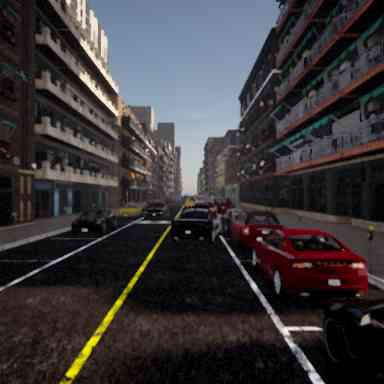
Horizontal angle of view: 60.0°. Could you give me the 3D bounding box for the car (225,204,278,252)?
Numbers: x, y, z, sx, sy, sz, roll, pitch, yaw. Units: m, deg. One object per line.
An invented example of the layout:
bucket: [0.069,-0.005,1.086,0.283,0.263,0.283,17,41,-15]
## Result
car: [2.696,1.504,14.165,1.967,1.590,4.097,0,0,0]

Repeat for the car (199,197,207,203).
car: [2.717,1.867,81.970,1.752,1.417,4.829,0,0,0]

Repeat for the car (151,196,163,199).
car: [-5.674,1.646,47.989,1.967,1.590,4.097,0,0,0]

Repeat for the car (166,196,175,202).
car: [-5.662,1.803,87.443,1.967,1.590,4.097,0,0,0]

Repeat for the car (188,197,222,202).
car: [0.907,1.467,26.269,2.097,1.767,4.553,0,0,0]

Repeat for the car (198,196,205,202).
car: [2.721,1.930,93.073,1.887,1.381,4.507,0,0,0]

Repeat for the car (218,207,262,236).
car: [2.698,1.639,19.800,2.008,1.369,4.403,0,0,0]

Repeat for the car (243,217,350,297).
car: [2.694,1.584,8.527,1.887,1.381,4.507,0,0,0]

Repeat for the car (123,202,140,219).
car: [-5.680,1.661,30.909,1.752,1.417,4.829,0,0,0]

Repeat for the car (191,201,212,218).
car: [0.833,1.667,32.290,1.812,1.442,4.674,0,0,0]

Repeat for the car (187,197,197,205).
car: [0.020,1.755,67.676,1.882,1.535,5.008,0,0,0]

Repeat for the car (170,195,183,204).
car: [-2.979,1.802,70.324,2.128,1.511,4.902,0,0,0]

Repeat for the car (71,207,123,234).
car: [-5.683,1.654,19.805,1.947,1.339,4.313,0,0,0]

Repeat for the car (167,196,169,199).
car: [-5.671,1.834,59.262,1.802,1.307,4.206,0,0,0]

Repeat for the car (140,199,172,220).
car: [-3.089,1.634,29.453,1.837,1.490,4.892,0,0,0]

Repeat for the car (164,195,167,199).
car: [-5.672,1.544,53.626,2.192,1.841,5.009,0,0,0]

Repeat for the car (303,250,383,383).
car: [2.692,1.580,2.891,1.947,1.339,4.313,0,0,0]

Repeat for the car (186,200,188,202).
car: [0.016,1.703,52.676,1.882,1.535,5.008,0,0,0]

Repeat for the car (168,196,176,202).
car: [-5.660,1.930,93.080,1.887,1.381,4.507,0,0,0]

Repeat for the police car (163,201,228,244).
police car: [0.393,1.496,16.636,1.930,1.638,5.238,-1,0,13]

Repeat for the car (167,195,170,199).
car: [-5.662,1.656,81.808,2.192,1.841,5.009,0,0,0]

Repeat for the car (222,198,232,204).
car: [2.702,1.451,31.074,2.192,1.841,5.009,0,0,0]
